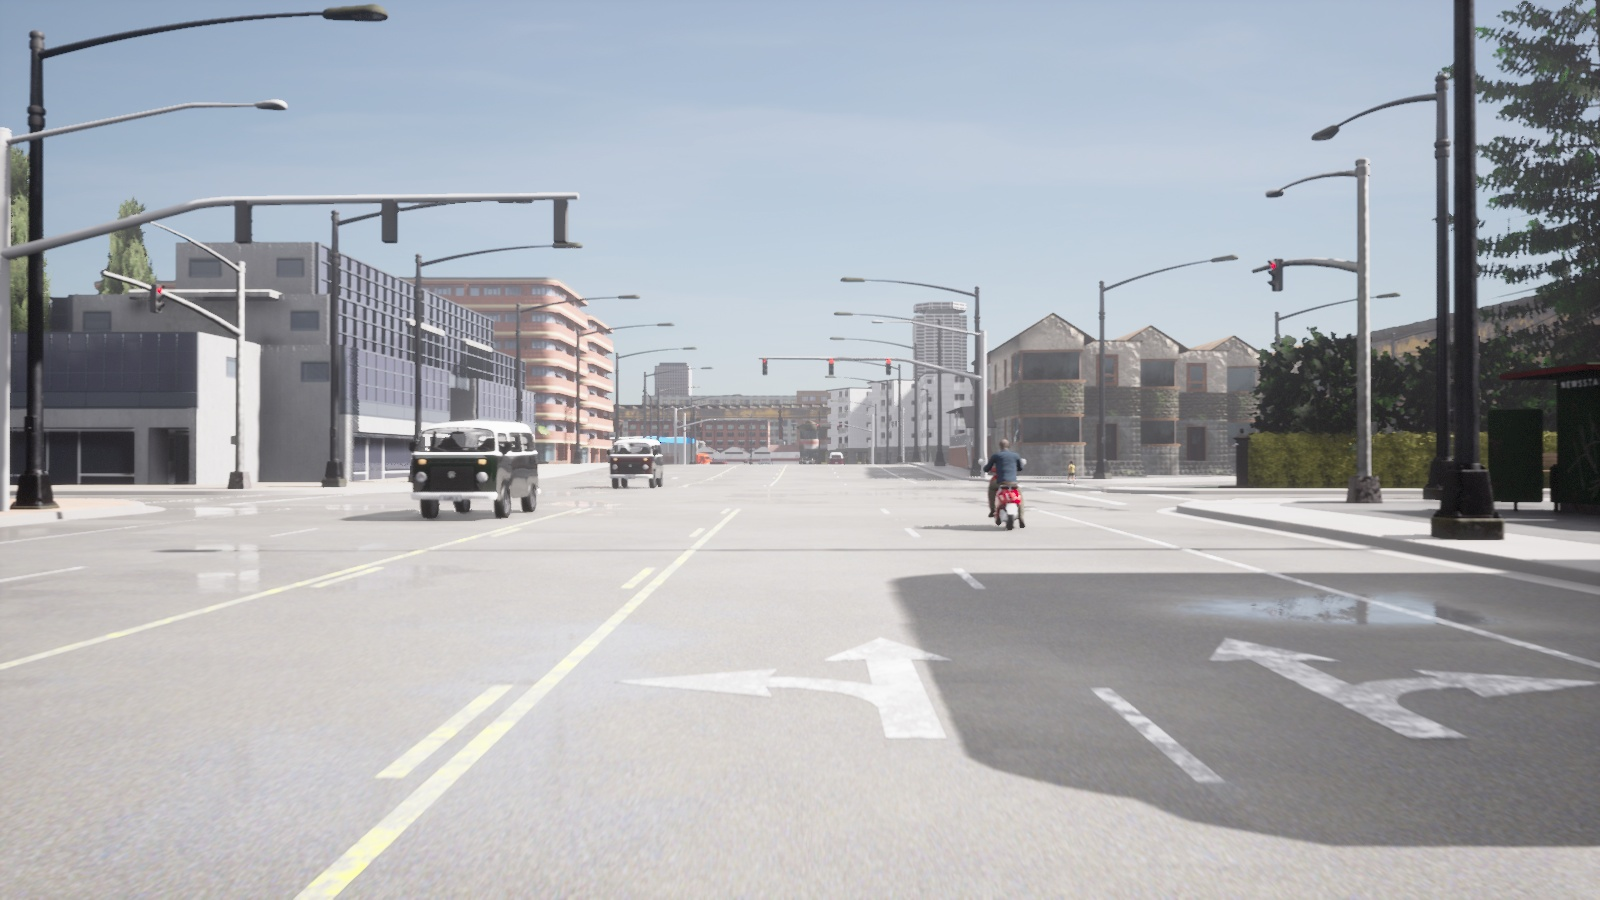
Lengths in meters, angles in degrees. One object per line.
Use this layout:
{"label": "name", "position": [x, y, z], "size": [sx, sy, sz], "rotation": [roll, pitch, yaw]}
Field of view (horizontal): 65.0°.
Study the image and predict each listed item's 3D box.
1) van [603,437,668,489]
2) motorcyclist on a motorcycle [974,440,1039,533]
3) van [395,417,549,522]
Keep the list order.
{"label": "van", "position": [-6.687, 0.531, 51.489], "size": [2.069, 2.038, 4.480], "rotation": [0, 0, 0]}
{"label": "motorcyclist on a motorcycle", "position": [3.644, 0.610, 22.328], "size": [0.866, 1.590, 1.817], "rotation": [0, 0, 0]}
{"label": "van", "position": [-6.831, 0.373, 26.674], "size": [2.069, 2.038, 4.480], "rotation": [0, 0, 0]}
